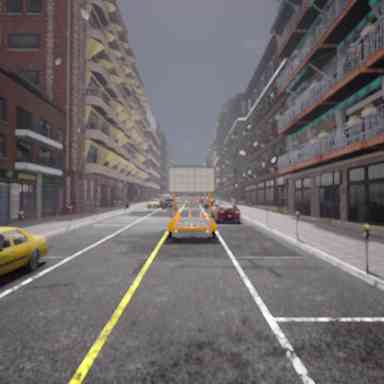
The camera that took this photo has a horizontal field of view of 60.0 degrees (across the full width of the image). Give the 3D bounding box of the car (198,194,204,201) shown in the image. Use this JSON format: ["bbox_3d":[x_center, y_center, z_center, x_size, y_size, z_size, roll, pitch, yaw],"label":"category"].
[{"bbox_3d":[2.582,1.590,69.302,1.887,1.381,4.507,1,0,0],"label":"car"}]

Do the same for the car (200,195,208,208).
[{"bbox_3d":[2.582,1.550,47.178,1.887,1.381,4.507,1,0,0],"label":"car"}]

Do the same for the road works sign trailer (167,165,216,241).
[{"bbox_3d":[-0.011,0.452,16.727,2.380,3.560,2.880,0,0,0],"label":"road works sign trailer"}]

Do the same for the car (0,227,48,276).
[{"bbox_3d":[-5.294,1.517,8.364,1.752,1.417,4.829,2,0,0],"label":"car"}]

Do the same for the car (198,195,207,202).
[{"bbox_3d":[2.591,1.516,80.364,1.967,1.590,4.097,1,0,0],"label":"car"}]

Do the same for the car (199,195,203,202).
[{"bbox_3d":[2.582,1.563,52.710,2.008,1.369,4.403,1,0,0],"label":"car"}]

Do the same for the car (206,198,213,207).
[{"bbox_3d":[2.584,1.515,30.758,1.752,1.417,4.829,1,0,0],"label":"car"}]

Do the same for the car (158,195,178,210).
[{"bbox_3d":[-2.842,1.504,42.522,1.837,1.490,4.892,0,0,0],"label":"car"}]

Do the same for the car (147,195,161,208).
[{"bbox_3d":[-5.297,1.530,47.071,1.752,1.417,4.829,2,0,0],"label":"car"}]

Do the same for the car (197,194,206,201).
[{"bbox_3d":[2.551,1.426,91.426,2.192,1.841,5.009,1,0,0],"label":"car"}]

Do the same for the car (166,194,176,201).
[{"bbox_3d":[-5.294,1.408,85.954,2.192,1.841,5.009,1,0,0],"label":"car"}]

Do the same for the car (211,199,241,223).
[{"bbox_3d":[2.584,1.532,25.056,1.887,1.381,4.507,1,0,0],"label":"car"}]
